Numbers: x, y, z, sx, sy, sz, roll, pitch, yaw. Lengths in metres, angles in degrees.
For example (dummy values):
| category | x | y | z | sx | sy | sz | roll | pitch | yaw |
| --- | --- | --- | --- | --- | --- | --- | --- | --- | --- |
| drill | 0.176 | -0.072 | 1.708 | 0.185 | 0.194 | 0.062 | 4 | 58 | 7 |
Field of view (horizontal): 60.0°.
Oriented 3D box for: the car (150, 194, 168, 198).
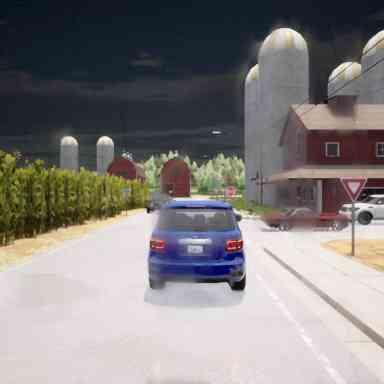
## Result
| category | x | y | z | sx | sy | sz | roll | pitch | yaw |
| --- | --- | --- | --- | --- | --- | --- | --- | --- | --- |
| car | -3.496 | 1.221 | 35.544 | 2.150 | 2.045 | 5.566 | 0 | 0 | 0 |

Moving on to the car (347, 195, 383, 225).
| category | x | y | z | sx | sy | sz | roll | pitch | yaw |
| --- | --- | --- | --- | --- | --- | --- | --- | --- | --- |
| car | 13.312 | 1.195 | 23.262 | 5.566 | 2.045 | 2.150 | 0 | 0 | -1 |

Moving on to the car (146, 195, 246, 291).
| category | x | y | z | sx | sy | sz | roll | pitch | yaw |
| --- | --- | --- | --- | --- | --- | --- | --- | --- | --- |
| car | 0.217 | 1.221 | 9.220 | 2.150 | 2.045 | 5.566 | 0 | 0 | 3 |

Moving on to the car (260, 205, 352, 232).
| category | x | y | z | sx | sy | sz | roll | pitch | yaw |
| --- | --- | --- | --- | --- | --- | --- | --- | --- | --- |
| car | 6.486 | 1.575 | 19.231 | 4.718 | 1.301 | 1.895 | 0 | 0 | 0 |
